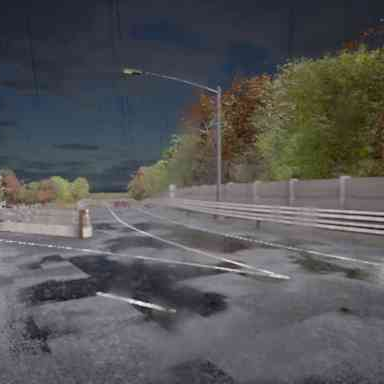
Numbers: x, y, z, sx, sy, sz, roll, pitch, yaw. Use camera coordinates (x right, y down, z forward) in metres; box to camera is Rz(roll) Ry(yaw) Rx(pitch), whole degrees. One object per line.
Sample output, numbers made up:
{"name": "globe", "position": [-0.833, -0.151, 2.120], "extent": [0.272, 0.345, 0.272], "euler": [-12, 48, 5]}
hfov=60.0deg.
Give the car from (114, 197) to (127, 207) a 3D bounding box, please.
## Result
{"name": "car", "position": [-12.559, 1.728, 58.259], "extent": [2.097, 1.767, 4.553], "euler": [0, -2, -13]}
